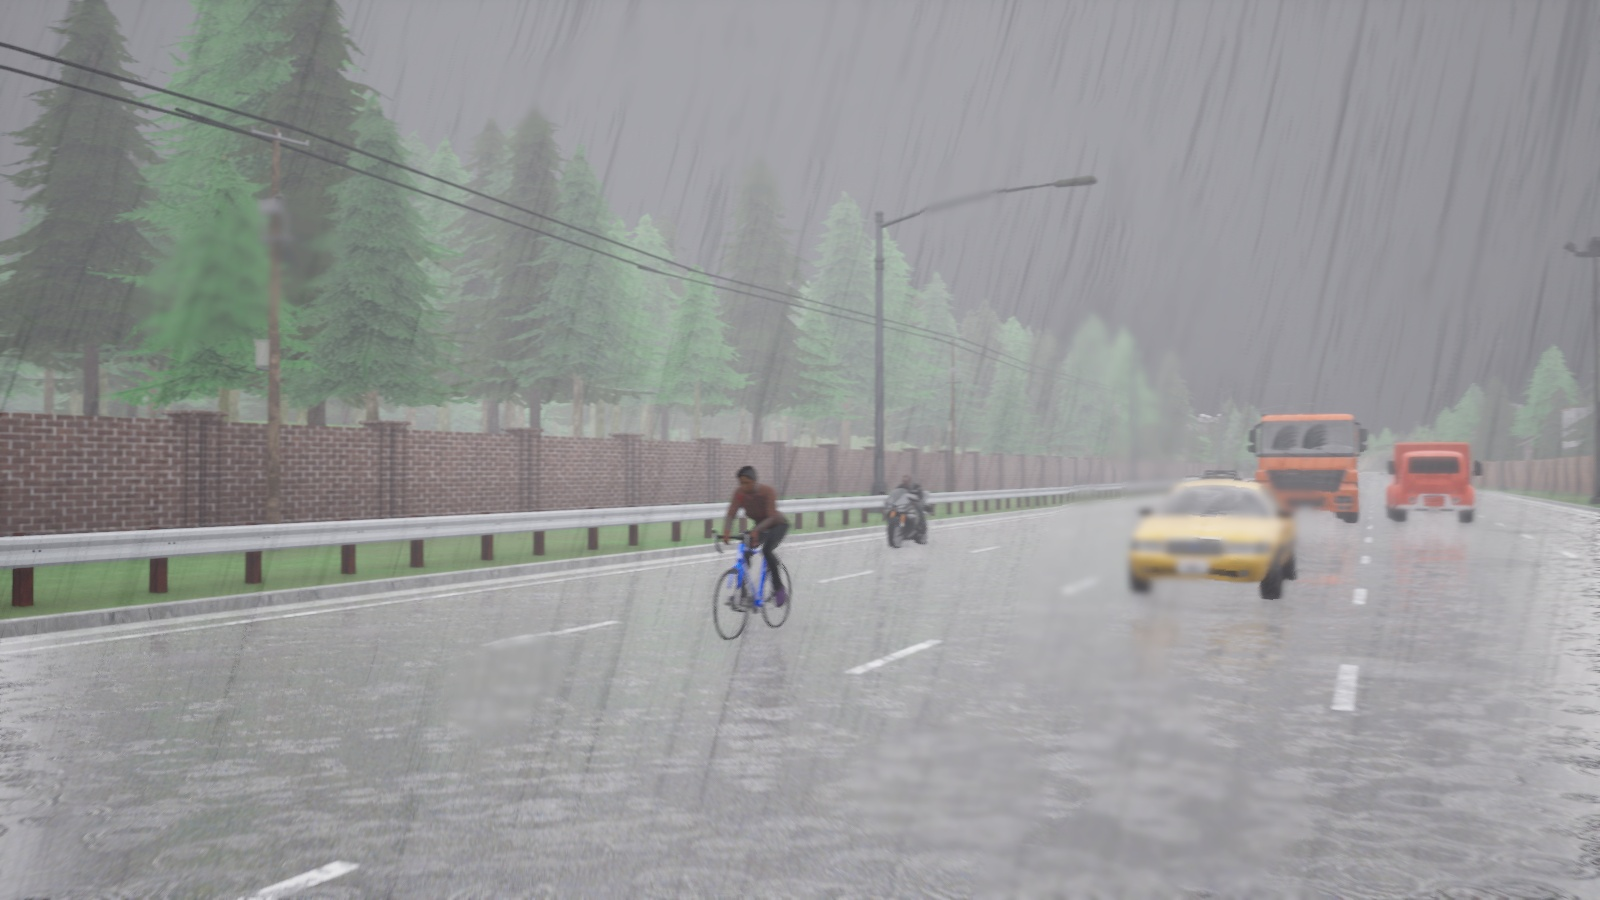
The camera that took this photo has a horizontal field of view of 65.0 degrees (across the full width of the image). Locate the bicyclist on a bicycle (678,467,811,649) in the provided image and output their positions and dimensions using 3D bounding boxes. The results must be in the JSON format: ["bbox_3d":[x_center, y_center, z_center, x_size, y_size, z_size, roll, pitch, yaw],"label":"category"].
[{"bbox_3d":[-0.504,0.983,12.129,0.582,1.620,1.656,-1,-1,25],"label":"bicyclist on a bicycle"}]

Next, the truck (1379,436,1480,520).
[{"bbox_3d":[19.839,0.873,39.804,2.627,2.467,5.204,-1,-1,25],"label":"truck"}]

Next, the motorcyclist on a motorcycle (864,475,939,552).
[{"bbox_3d":[2.149,1.292,26.346,0.866,1.530,2.191,-1,-1,25],"label":"motorcyclist on a motorcycle"}]

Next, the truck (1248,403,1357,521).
[{"bbox_3d":[16.570,0.424,41.087,2.891,3.462,7.936,-1,-1,25],"label":"truck"}]

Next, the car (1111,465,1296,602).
[{"bbox_3d":[5.715,1.013,17.317,1.801,1.575,5.366,-1,-1,25],"label":"car"}]
